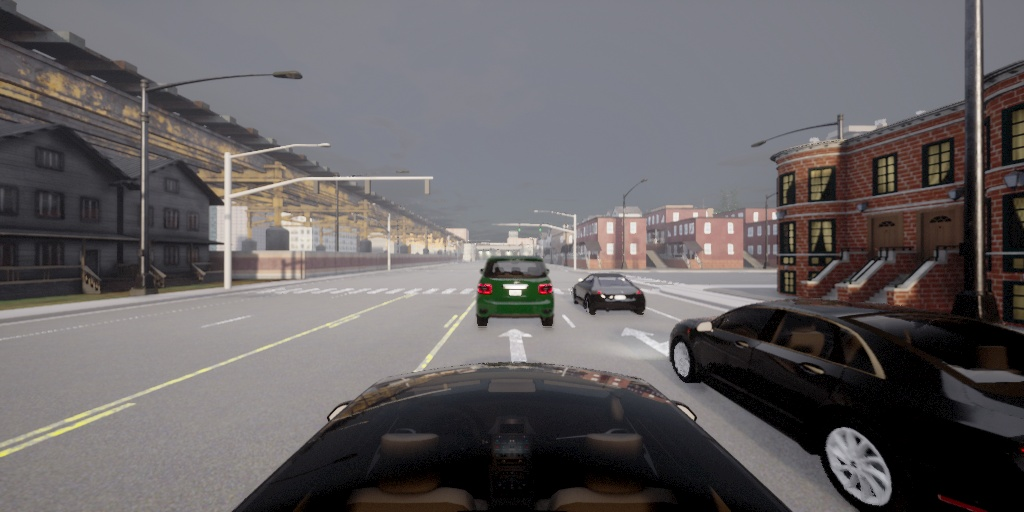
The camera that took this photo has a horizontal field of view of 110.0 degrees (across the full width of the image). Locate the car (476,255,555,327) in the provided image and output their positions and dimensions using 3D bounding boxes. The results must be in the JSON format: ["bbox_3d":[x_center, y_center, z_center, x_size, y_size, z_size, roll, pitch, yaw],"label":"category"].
[{"bbox_3d":[0.090,0.999,11.715,2.150,2.045,5.566,0,0,0],"label":"car"}]

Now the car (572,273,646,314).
[{"bbox_3d":[3.591,1.345,13.894,1.994,1.385,4.181,0,0,0],"label":"car"}]

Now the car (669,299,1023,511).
[{"bbox_3d":[3.598,1.262,4.204,1.837,1.490,4.892,0,0,0],"label":"car"}]
